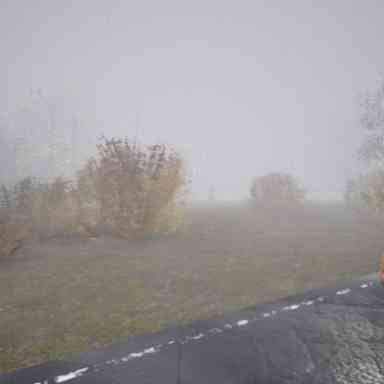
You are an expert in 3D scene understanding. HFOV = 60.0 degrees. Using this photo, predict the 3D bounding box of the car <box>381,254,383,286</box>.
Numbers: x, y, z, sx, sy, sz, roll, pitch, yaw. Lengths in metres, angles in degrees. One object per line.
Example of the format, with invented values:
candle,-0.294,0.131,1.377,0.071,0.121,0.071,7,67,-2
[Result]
car,6.360,1.322,7.619,4.553,1.767,2.097,0,0,-33
